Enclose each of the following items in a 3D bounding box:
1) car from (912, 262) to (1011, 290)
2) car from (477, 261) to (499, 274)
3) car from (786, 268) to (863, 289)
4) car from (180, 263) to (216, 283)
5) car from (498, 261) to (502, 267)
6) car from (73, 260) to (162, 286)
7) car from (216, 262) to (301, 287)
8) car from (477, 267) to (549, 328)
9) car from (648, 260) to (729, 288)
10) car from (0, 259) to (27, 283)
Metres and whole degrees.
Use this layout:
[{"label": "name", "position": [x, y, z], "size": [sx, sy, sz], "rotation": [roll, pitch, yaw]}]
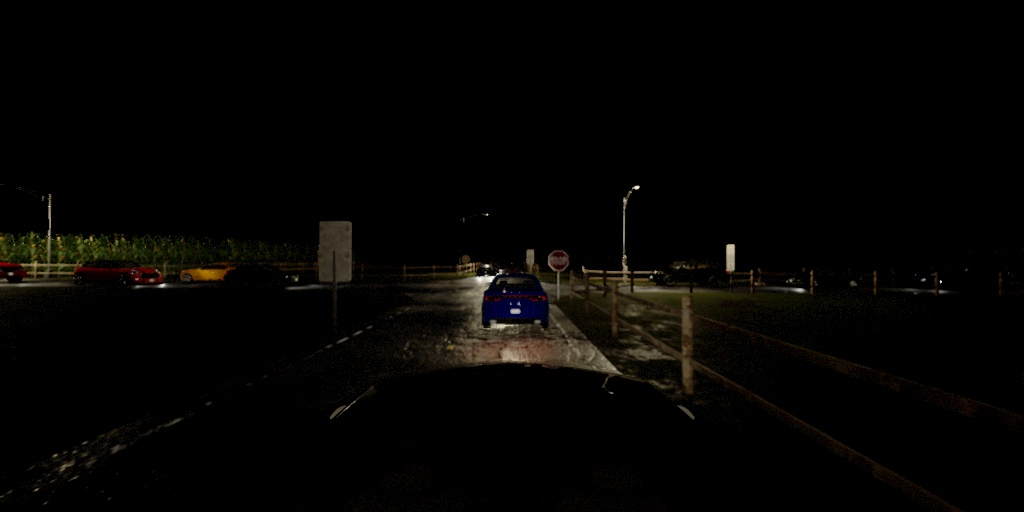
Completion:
[{"label": "car", "position": [33.724, 1.465, 26.989], "size": [5.566, 2.045, 2.150], "rotation": [1, 0, 1]}, {"label": "car", "position": [-2.828, 1.614, 40.571], "size": [1.994, 1.385, 4.181], "rotation": [0, 0, 1]}, {"label": "car", "position": [23.520, 1.656, 27.098], "size": [4.892, 1.490, 1.837], "rotation": [1, 0, 1]}, {"label": "car", "position": [-22.492, 1.257, 27.527], "size": [5.008, 1.535, 1.882], "rotation": [0, 0, 1]}, {"label": "car", "position": [-2.817, 1.636, 51.337], "size": [1.837, 1.490, 4.892], "rotation": [0, 0, 0]}, {"label": "car", "position": [-26.994, 1.083, 24.661], "size": [4.553, 1.767, 2.097], "rotation": [0, 0, 1]}, {"label": "car", "position": [-17.062, 1.334, 24.556], "size": [4.674, 1.442, 1.812], "rotation": [0, 0, 1]}, {"label": "car", "position": [0.126, 1.306, 11.813], "size": [1.882, 1.535, 5.008], "rotation": [0, 0, 1]}, {"label": "car", "position": [13.362, 1.286, 27.219], "size": [5.566, 2.045, 2.150], "rotation": [0, 0, 1]}, {"label": "car", "position": [-37.332, 0.873, 24.773], "size": [5.566, 2.045, 2.150], "rotation": [0, 0, 1]}]
